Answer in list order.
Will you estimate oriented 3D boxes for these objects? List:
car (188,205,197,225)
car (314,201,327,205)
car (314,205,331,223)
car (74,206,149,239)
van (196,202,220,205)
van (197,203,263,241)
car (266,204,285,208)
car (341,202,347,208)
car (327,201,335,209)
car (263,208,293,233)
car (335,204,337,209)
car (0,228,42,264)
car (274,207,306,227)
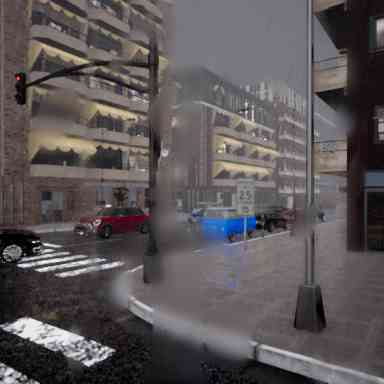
[{"bbox_3d":[1.544,2.016,28.014,1.812,1.442,4.674,0,-1,35],"label":"car"},{"bbox_3d":[24.159,2.889,64.299,1.802,1.307,4.206,-1,-2,35],"label":"car"},{"bbox_3d":[11.725,2.233,32.422,2.008,1.369,4.403,-1,-2,35],"label":"car"},{"bbox_3d":[-4.549,1.639,19.411,2.097,1.767,4.553,0,-1,35],"label":"car"},{"bbox_3d":[1.681,1.902,32.709,1.690,1.788,3.998,-1,-2,35],"label":"van"},{"bbox_3d":[2.229,1.703,18.787,1.690,1.788,3.998,-1,-2,35],"label":"van"},{"bbox_3d":[9.864,2.270,39.682,1.837,1.490,4.892,0,-1,36],"label":"car"},{"bbox_3d":[40.118,3.375,86.733,1.752,1.417,4.829,-1,-2,35],"label":"car"},{"bbox_3d":[27.369,2.728,68.819,2.192,1.841,5.009,-1,-2,35],"label":"car"},{"bbox_3d":[5.303,2.034,23.394,1.947,1.339,4.313,-1,-2,35],"label":"car"},{"bbox_3d":[30.581,3.063,73.327,1.887,1.381,4.507,-1,-2,35],"label":"car"},{"bbox_3d":[-7.723,1.632,11.196,4.892,1.490,1.837,1,1,-28],"label":"car"},{"bbox_3d":[8.513,2.157,27.907,1.802,1.307,4.206,-1,-2,35],"label":"car"}]
